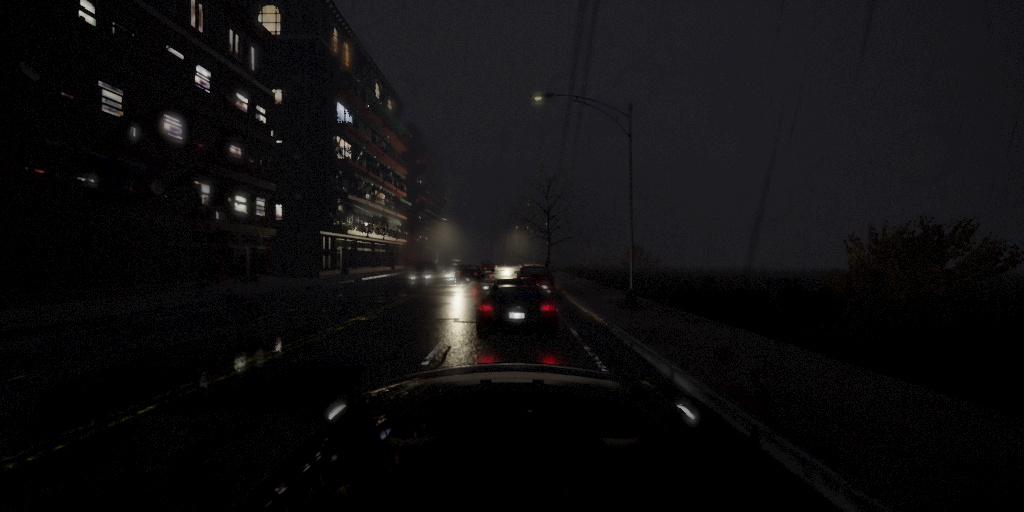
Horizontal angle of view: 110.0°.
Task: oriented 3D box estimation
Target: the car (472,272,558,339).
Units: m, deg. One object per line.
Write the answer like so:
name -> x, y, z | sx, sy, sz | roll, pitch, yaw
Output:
car -> 0.111, 1.315, 10.089 | 1.994, 1.385, 4.181 | 0, 0, 0

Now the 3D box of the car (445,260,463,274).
car -> -6.561, 1.243, 41.793 | 2.128, 1.511, 4.902 | 0, 0, 0

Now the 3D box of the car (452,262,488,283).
car -> -3.124, 1.353, 27.596 | 1.895, 1.301, 4.718 | 0, 0, 0

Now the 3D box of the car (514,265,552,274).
car -> 1.154, 1.230, 19.009 | 1.882, 1.535, 5.008 | 0, 0, 0

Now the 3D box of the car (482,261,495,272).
car -> -3.111, 1.277, 44.115 | 1.812, 1.442, 4.674 | 0, 0, 0

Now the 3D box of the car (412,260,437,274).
car -> -9.813, 1.229, 40.421 | 1.882, 1.535, 5.008 | 0, 0, 0
